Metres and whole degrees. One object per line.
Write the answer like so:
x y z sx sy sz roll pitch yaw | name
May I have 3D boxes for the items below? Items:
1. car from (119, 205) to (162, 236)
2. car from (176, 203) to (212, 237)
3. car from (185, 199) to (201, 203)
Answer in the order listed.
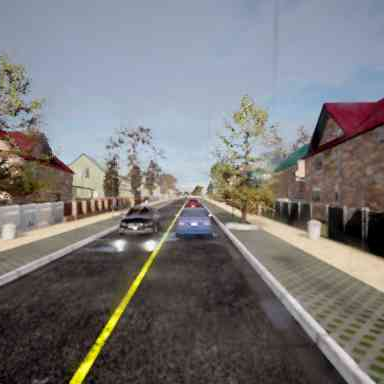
-2.746 1.526 18.477 1.837 1.490 4.892 0 0 0 | car
0.107 1.558 18.139 2.033 1.411 5.357 0 0 0 | car
0.117 1.569 42.651 1.812 1.442 4.674 0 0 0 | car
